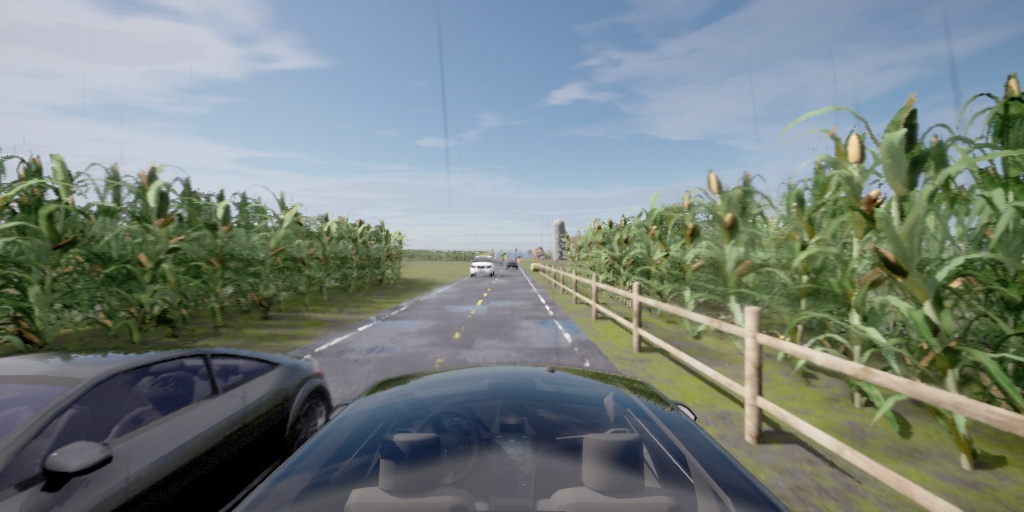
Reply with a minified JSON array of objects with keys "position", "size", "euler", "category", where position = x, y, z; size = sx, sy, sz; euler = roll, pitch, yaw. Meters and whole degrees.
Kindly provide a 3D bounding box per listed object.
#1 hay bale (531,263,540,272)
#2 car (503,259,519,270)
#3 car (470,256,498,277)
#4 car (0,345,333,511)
[{"position":[3.126,1.432,46.357],"size":[1.220,1.180,1.240],"euler":[0,0,0],"category":"hay bale"},{"position":[0.005,1.295,53.508],"size":[1.837,1.490,4.892],"euler":[0,0,0],"category":"car"},{"position":[-2.838,0.985,35.494],"size":[2.150,2.045,5.566],"euler":[0,0,0],"category":"car"},{"position":[-2.844,1.314,2.027],"size":[1.994,1.385,4.181],"euler":[0,0,0],"category":"car"}]
